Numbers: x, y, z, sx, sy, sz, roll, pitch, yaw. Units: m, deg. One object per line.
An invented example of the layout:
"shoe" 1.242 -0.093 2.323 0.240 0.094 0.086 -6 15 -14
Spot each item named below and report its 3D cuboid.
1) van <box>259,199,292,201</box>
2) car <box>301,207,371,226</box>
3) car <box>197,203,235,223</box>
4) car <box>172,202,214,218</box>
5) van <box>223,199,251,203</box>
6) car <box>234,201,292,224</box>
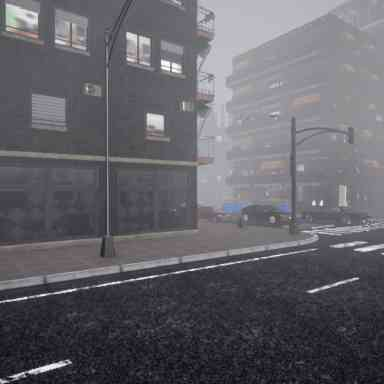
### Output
"van" 8.372 1.602 33.588 1.690 1.788 3.998 -1 0 -37
"car" 10.811 1.767 25.322 1.895 1.301 4.718 0 -1 -41
"car" 1.653 1.874 28.643 1.802 1.307 4.206 -1 0 -37
"car" 0.058 1.869 35.110 1.837 1.490 4.892 0 -1 -36
"van" 5.038 1.676 38.090 1.690 1.788 3.998 -1 0 -37
"car" 6.015 1.737 27.078 1.837 1.490 4.892 0 -1 -35
